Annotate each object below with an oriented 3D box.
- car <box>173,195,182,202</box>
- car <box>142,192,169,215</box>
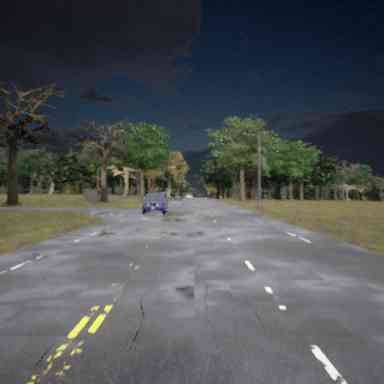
[{"bbox_3d":[-3.506,1.581,80.923,1.837,1.490,4.892,0,0,0],"label":"car"},{"bbox_3d":[-3.460,1.057,32.192,2.150,2.045,5.566,1,0,0],"label":"car"}]
